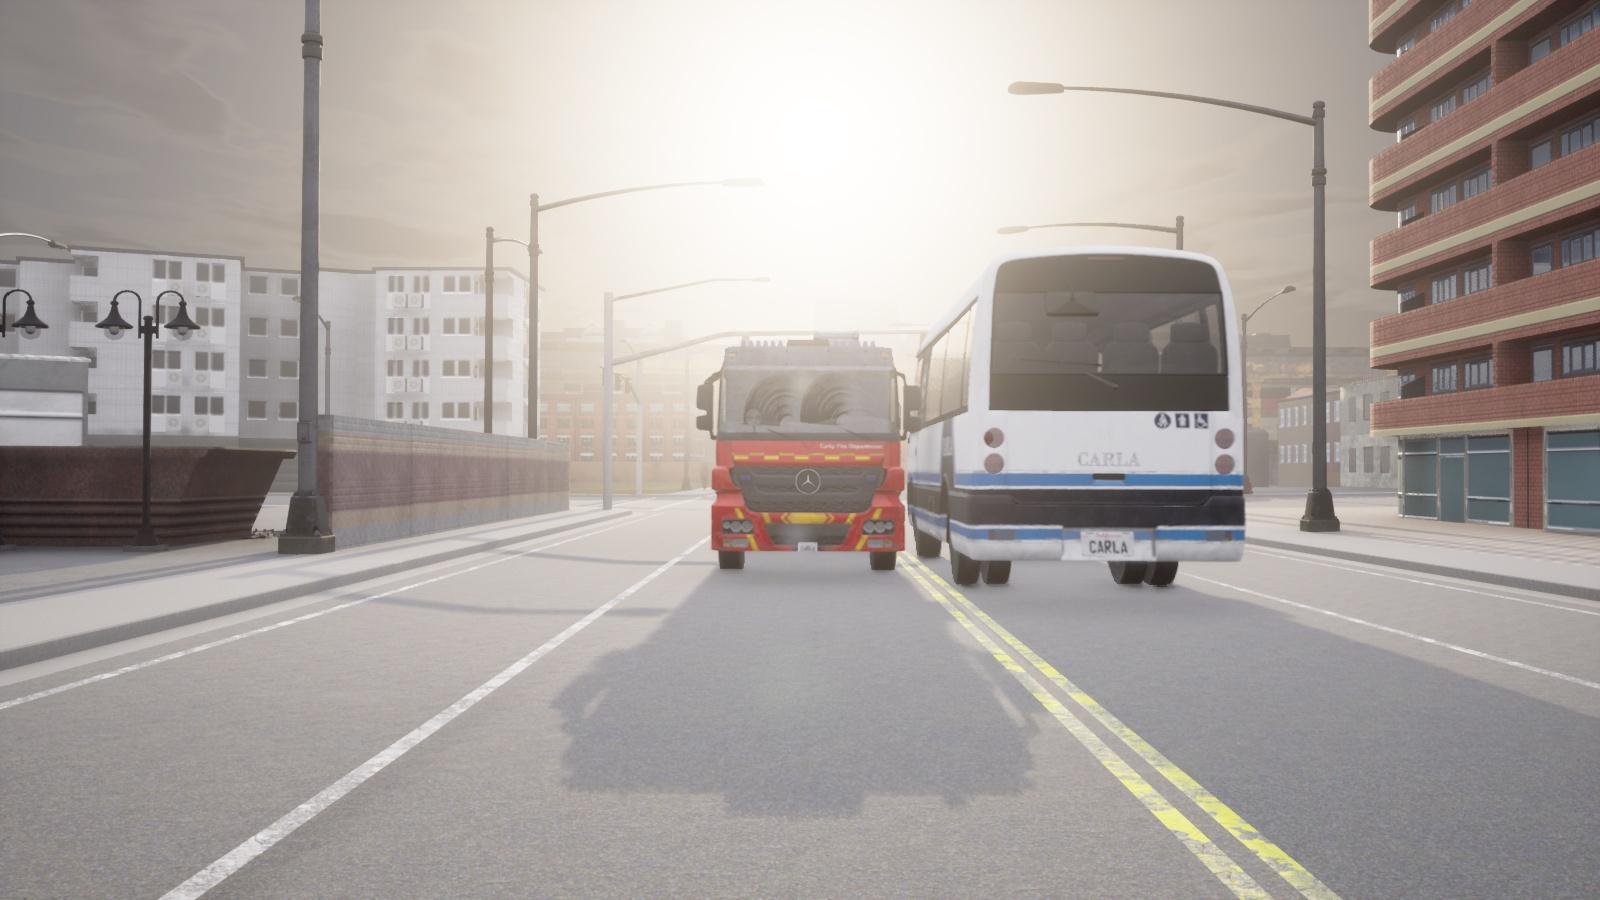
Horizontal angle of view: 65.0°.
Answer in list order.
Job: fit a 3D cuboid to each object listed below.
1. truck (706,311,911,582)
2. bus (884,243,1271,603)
[{"bbox_3d":[0.139,0.019,22.063,2.891,3.827,8.468,0,-1,0],"label":"truck"},{"bbox_3d":[3.625,-0.241,20.029,3.944,4.253,10.273,0,-1,0],"label":"bus"}]
